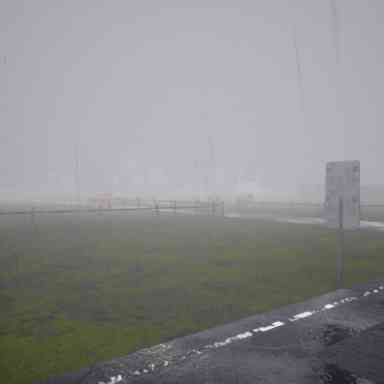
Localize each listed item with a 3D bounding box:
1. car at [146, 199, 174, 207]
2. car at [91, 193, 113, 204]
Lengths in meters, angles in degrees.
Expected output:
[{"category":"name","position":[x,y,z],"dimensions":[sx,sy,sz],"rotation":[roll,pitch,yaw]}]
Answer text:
[{"category":"car","position":[-4.568,1.589,46.814],"dimensions":[1.895,1.301,4.718],"rotation":[1,-1,-39]},{"category":"car","position":[-16.579,1.191,61.123],"dimensions":[2.150,2.045,5.566],"rotation":[1,-1,-41]}]
